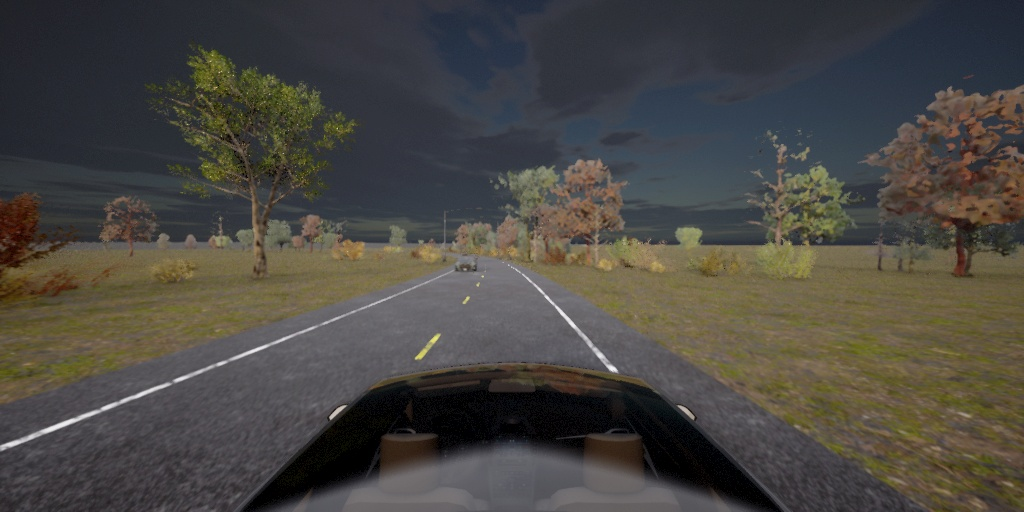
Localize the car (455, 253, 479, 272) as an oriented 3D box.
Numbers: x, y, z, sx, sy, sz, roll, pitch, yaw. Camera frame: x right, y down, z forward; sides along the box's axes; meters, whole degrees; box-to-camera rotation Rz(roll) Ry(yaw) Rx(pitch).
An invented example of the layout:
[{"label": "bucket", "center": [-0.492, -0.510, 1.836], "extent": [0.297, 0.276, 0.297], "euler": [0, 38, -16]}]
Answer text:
[{"label": "car", "center": [-4.658, 0.714, 36.868], "extent": [2.097, 1.767, 4.553], "euler": [0, 1, -3]}]
